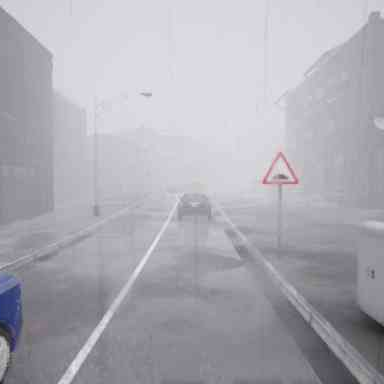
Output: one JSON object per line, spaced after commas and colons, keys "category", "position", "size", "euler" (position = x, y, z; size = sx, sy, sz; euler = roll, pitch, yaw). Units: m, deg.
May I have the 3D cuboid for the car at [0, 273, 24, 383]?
{"category": "car", "position": [-3.095, 1.468, 2.216], "size": [1.882, 1.535, 5.008], "euler": [0, 0, 0]}

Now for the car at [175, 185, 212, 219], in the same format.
{"category": "car", "position": [0.166, 0.707, 22.211], "size": [2.097, 1.767, 4.553], "euler": [0, 3, 0]}

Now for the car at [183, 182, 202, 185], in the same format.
{"category": "car", "position": [0.472, -0.489, 41.652], "size": [2.097, 1.767, 4.553], "euler": [0, 4, 3]}

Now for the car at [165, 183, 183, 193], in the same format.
{"category": "car", "position": [-2.145, -0.596, 47.202], "size": [2.033, 1.411, 5.357], "euler": [0, 3, 14]}
